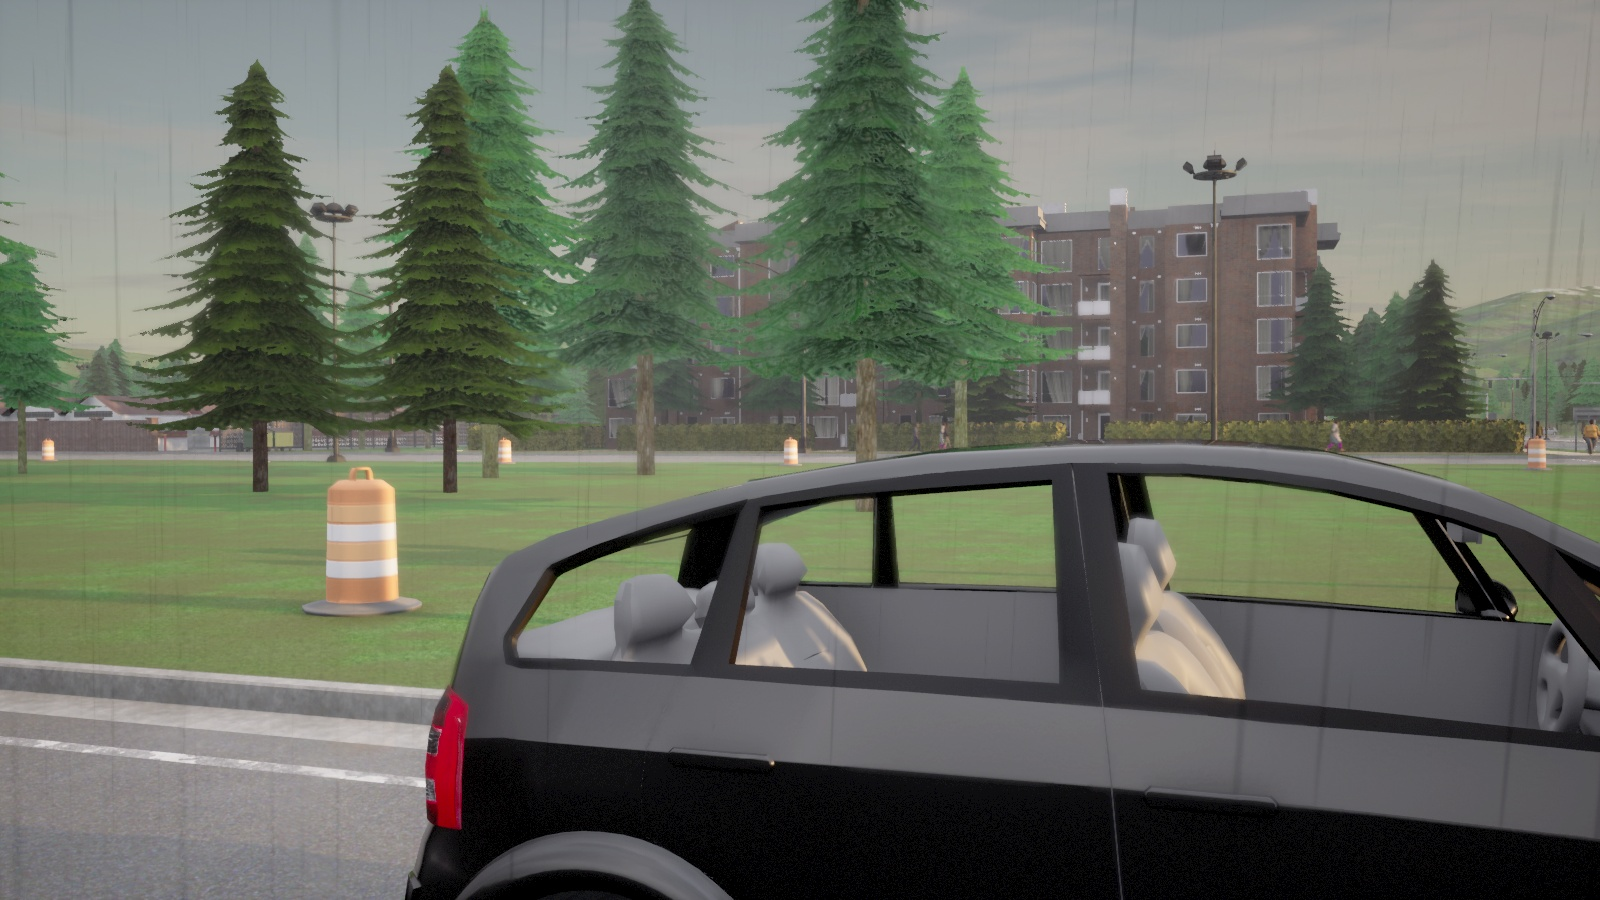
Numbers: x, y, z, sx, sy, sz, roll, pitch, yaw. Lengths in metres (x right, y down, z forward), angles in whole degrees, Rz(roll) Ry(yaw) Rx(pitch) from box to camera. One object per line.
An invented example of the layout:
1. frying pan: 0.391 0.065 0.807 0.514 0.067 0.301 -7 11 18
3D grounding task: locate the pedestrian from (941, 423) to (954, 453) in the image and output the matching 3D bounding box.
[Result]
1. pedestrian: 8.992 -0.737 76.603 0.703 1.840 0.431 1 1 19

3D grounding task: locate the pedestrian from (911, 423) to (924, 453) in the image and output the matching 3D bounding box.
1. pedestrian: 7.226 -0.755 77.263 0.694 1.848 0.540 1 1 19

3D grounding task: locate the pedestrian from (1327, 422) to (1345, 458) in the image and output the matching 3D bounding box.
1. pedestrian: 29.753 -0.549 69.680 0.873 1.952 0.659 1 1 20

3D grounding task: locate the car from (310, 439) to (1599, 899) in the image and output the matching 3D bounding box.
1. car: 1.036 0.764 2.844 3.705 1.549 1.789 0 1 19

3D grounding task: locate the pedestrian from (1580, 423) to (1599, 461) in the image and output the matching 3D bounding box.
1. pedestrian: 39.403 -0.391 62.530 0.874 1.855 0.900 1 1 26
